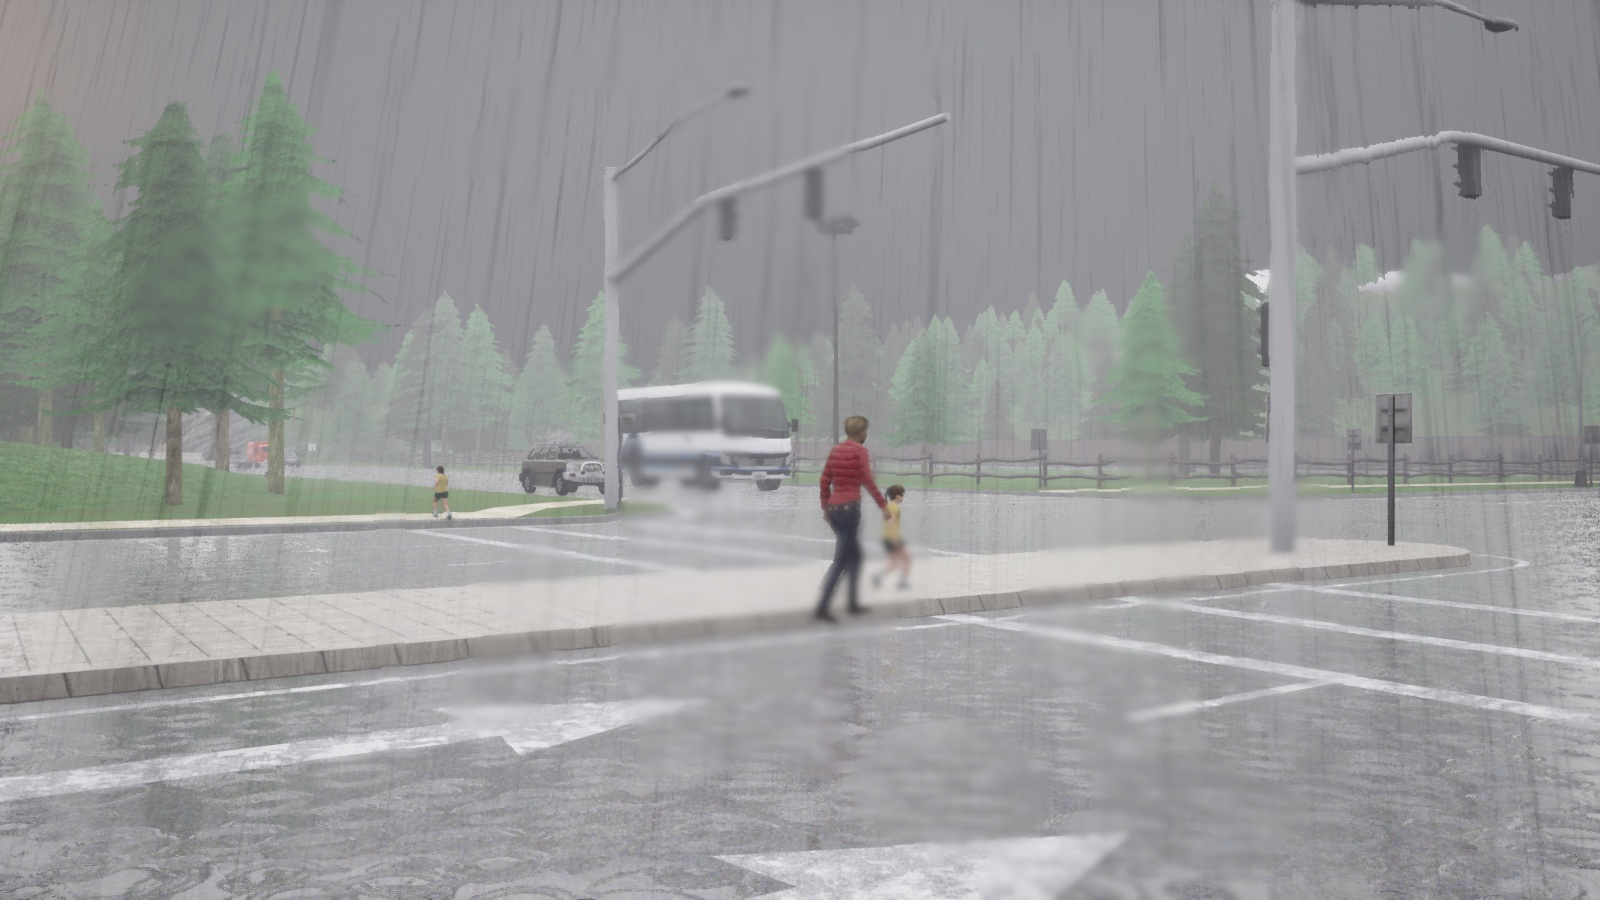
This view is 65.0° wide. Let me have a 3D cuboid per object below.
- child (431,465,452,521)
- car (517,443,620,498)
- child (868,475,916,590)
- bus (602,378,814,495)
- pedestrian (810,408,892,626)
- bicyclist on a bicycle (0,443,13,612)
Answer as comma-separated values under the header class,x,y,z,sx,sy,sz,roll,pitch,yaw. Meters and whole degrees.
class,x,y,z,sx,sy,sz,roll,pitch,yaw
child,-7.097,0.847,24.856,0.255,1.110,0.394,0,0,-44
car,-8.313,0.689,44.779,1.932,1.855,4.605,0,0,-34
child,0.906,0.802,12.322,0.394,1.110,0.255,0,0,-22
bus,-3.978,-0.499,50.842,3.944,4.253,10.273,0,0,-34
pedestrian,0.449,0.567,10.928,0.636,1.846,0.331,0,0,-35
bicyclist on a bicycle,-8.403,0.744,11.821,1.656,1.620,0.582,0,0,-35
